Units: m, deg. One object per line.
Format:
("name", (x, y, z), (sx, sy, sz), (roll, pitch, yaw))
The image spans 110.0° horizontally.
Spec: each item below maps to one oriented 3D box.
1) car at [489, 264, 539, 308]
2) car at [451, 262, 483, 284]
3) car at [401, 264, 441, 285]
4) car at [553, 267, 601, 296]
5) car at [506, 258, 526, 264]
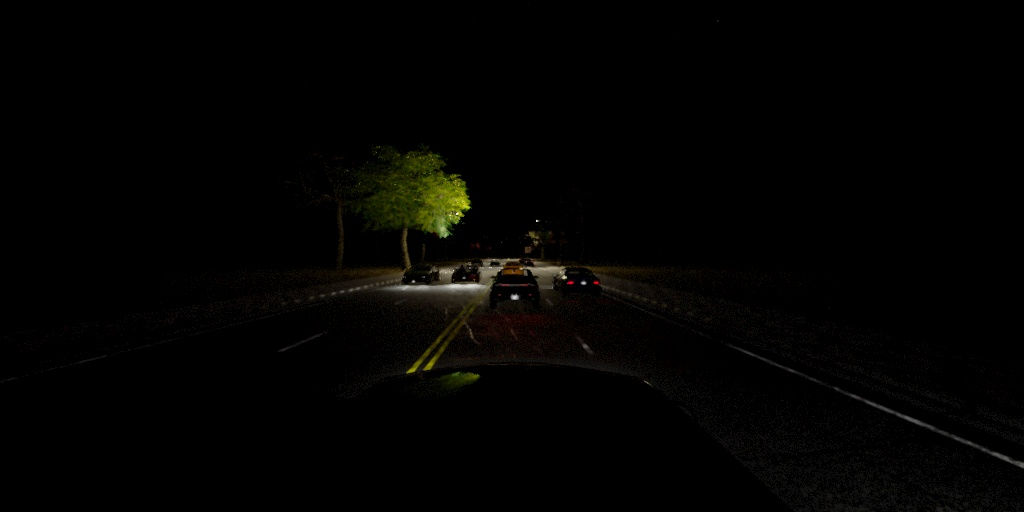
("car", (0.102, 1.255, 15.177), (2.128, 1.511, 4.902), (0, 0, 0))
("car", (-3.339, 1.339, 26.938), (1.994, 1.385, 4.181), (0, 0, 0))
("car", (-6.594, 1.322, 26.650), (2.033, 1.411, 5.357), (0, 0, 0))
("car", (3.351, 1.315, 19.278), (2.033, 1.411, 5.357), (0, 0, 0))
("car", (0.103, 1.261, 34.189), (1.882, 1.535, 5.008), (0, 0, 0))
